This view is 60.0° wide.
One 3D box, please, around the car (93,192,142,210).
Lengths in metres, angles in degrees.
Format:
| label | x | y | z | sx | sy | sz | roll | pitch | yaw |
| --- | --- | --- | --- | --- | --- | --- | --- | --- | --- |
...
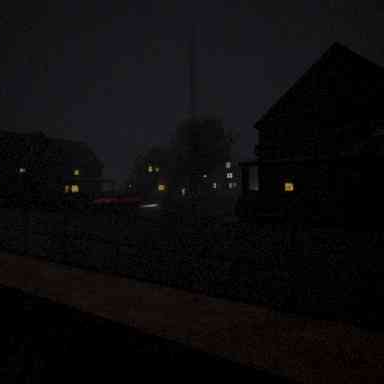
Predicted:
| label | x | y | z | sx | sy | sz | roll | pitch | yaw |
| --- | --- | --- | --- | --- | --- | --- | --- | --- | --- |
| car | -6.526 | 0.806 | 29.112 | 2.097 | 1.767 | 4.553 | 1 | 2 | 35 |

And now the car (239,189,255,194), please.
| label | x | y | z | sx | sy | sz | roll | pitch | yaw |
| --- | --- | --- | --- | --- | --- | --- | --- | --- | --- |
| car | 8.706 | 0.342 | 50.419 | 2.128 | 1.511 | 4.902 | 1 | 2 | 35 |

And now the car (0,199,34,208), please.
| label | x | y | z | sx | sy | sz | roll | pitch | yaw |
| --- | --- | --- | --- | --- | --- | --- | --- | --- | --- |
| car | -12.290 | 1.215 | 20.985 | 1.812 | 1.442 | 4.674 | 1 | 2 | 35 |

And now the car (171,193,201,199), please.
| label | x | y | z | sx | sy | sz | roll | pitch | yaw |
| --- | --- | --- | --- | --- | --- | --- | --- | --- | --- |
| car | -0.617 | 0.779 | 37.426 | 1.994 | 1.385 | 4.181 | 1 | 2 | 36 |
